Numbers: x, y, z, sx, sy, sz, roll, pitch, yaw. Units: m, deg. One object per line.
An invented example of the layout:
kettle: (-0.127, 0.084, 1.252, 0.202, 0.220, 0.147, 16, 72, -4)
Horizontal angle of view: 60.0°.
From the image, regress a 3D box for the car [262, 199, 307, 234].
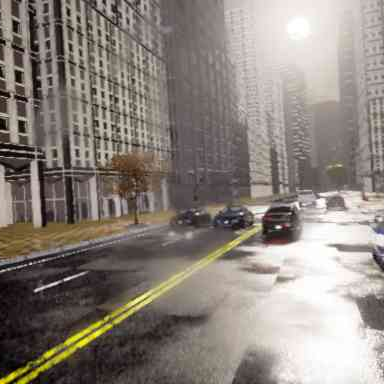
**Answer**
car: (5.009, 1.394, 18.183, 1.837, 1.490, 4.892, -3, 0, 21)

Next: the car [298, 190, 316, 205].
car: (15.670, 0.770, 45.390, 2.150, 2.045, 5.566, -3, 0, 21)

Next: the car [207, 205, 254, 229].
car: (2.779, 1.607, 21.911, 1.994, 1.385, 4.181, -3, -1, 21)

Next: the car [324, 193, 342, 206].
car: (18.287, 0.951, 43.378, 1.994, 1.385, 4.181, -3, -1, 22)

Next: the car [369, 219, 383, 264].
car: (5.806, 1.236, 8.498, 1.882, 1.535, 5.008, -3, -1, 21)

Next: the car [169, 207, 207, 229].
car: (-0.054, 1.777, 23.572, 1.994, 1.385, 4.181, -3, -1, 21)

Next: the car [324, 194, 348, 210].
car: (15.000, 1.016, 34.835, 1.812, 1.442, 4.674, -3, 0, 22)
